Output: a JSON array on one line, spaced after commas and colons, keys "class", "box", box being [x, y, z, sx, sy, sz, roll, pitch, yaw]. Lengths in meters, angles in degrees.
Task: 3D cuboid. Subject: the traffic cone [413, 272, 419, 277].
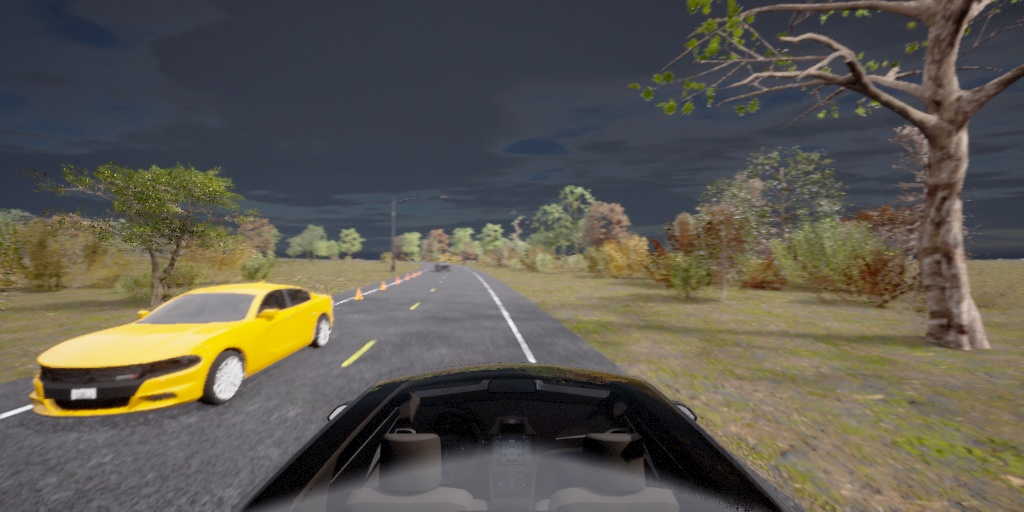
[{"class": "traffic cone", "box": [-10.156, 1.892, 37.245, 0.340, 0.580, 0.340, 0, 0, -9]}]

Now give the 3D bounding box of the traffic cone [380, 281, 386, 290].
[{"class": "traffic cone", "box": [-8.086, 1.811, 22.462, 0.340, 0.580, 0.340, 0, 0, -7]}]

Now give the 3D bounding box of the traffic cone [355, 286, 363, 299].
[{"class": "traffic cone", "box": [-7.471, 1.786, 17.524, 0.340, 0.580, 0.340, 0, 0, -7]}]

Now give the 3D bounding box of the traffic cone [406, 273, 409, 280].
[{"class": "traffic cone", "box": [-9.428, 1.864, 32.323, 0.340, 0.580, 0.340, 0, 0, -8]}]

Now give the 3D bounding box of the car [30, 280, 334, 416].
[{"class": "car", "box": [-4.946, 1.250, 6.415, 1.882, 1.535, 5.008, 0, 0, -6]}]

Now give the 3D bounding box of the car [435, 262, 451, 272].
[{"class": "car", "box": [-10.072, 1.568, 52.032, 2.033, 1.411, 5.357, 0, 0, -17]}]

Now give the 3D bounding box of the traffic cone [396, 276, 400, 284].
[{"class": "traffic cone", "box": [-8.738, 1.838, 27.395, 0.340, 0.580, 0.340, 0, 0, -8]}]
